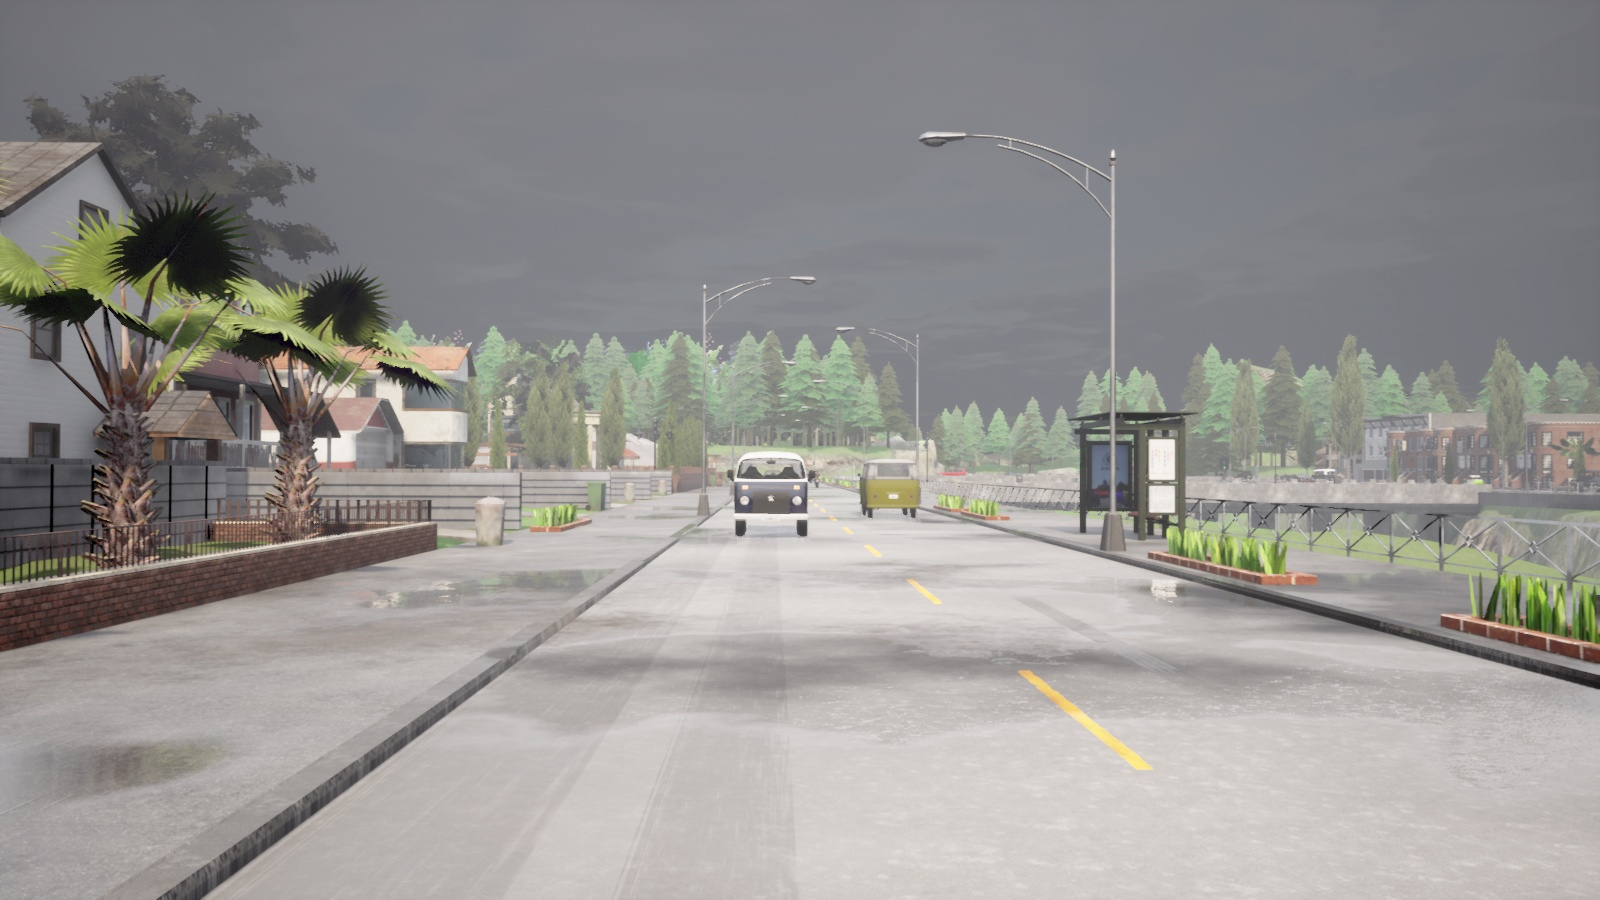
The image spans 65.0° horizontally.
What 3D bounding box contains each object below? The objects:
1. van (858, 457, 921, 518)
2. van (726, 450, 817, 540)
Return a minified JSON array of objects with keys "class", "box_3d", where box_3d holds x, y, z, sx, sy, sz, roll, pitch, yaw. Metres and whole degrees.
[{"class":"van","box_3d":[3.046,1.272,43.437,1.775,1.987,4.442,0,-1,-1]},{"class":"van","box_3d":[-0.694,1.049,30.785,2.069,2.038,4.480,0,-1,-1]}]
